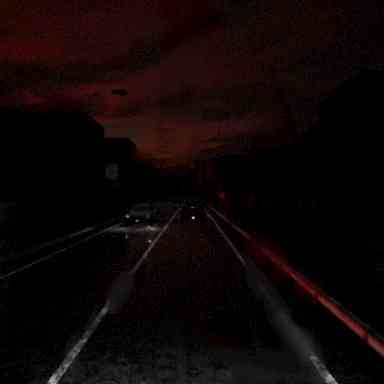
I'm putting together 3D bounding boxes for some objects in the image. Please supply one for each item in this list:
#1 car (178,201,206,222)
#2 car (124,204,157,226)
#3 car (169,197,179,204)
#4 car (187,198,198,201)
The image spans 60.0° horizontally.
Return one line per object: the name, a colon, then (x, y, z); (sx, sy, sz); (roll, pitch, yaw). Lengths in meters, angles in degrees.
car: (0.096, 1.644, 26.986); (1.895, 1.301, 4.718); (0, 0, 0)
car: (-3.515, 1.559, 23.560); (1.812, 1.442, 4.674); (0, 0, 0)
car: (-3.527, 1.738, 66.046); (1.994, 1.385, 4.181); (0, 0, 0)
car: (0.100, 1.608, 42.943); (1.837, 1.490, 4.892); (0, 0, 0)
